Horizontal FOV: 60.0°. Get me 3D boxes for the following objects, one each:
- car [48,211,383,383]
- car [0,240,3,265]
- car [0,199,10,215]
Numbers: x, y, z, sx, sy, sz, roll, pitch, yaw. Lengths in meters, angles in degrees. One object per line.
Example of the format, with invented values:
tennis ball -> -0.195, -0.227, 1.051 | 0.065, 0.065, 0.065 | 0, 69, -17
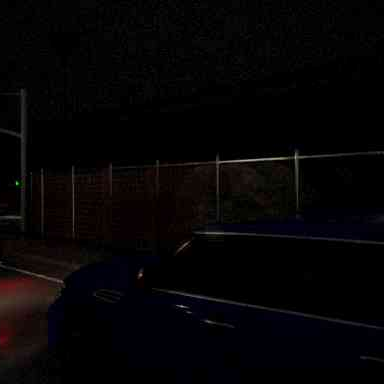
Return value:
car -> 0.887, 1.221, 3.358 | 5.566, 2.045, 2.150 | 0, 0, 35
car -> -7.128, 1.492, 9.074 | 4.902, 1.511, 2.128 | 0, 0, 33
car -> -20.228, 1.407, 31.937 | 2.097, 1.767, 4.553 | 0, 0, 37
